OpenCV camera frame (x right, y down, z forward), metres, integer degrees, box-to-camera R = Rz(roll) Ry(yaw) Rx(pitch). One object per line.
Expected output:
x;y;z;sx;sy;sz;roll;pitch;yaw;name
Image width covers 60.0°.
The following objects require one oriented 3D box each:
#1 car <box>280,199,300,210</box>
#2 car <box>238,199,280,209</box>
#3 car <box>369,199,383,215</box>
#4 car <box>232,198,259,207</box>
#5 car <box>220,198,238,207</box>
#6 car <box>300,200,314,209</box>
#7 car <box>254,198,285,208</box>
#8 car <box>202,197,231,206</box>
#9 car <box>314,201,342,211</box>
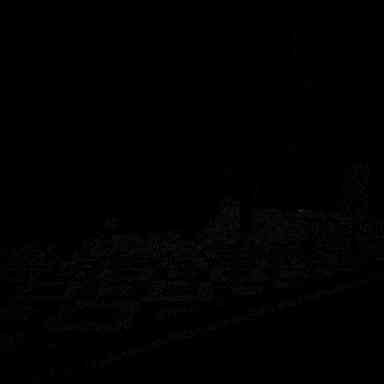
11.306;1.599;43.049;1.994;1.385;4.181;2;-1;-36;car
8.438;1.509;42.474;1.887;1.381;4.507;2;-1;-36;car
18.025;1.394;29.130;1.967;1.590;4.097;2;-1;-37;car
8.962;1.752;56.354;2.008;1.369;4.403;2;-1;-36;car
5.337;1.493;46.794;1.752;1.417;4.829;2;-1;-36;car
15.363;1.760;47.441;1.947;1.339;4.313;2;-1;-36;car
12.064;1.723;52.036;1.752;1.417;4.829;2;-1;-36;car
4.280;1.678;58.228;2.033;1.411;5.357;2;-1;-35;car
18.563;1.773;42.984;1.802;1.307;4.206;2;-1;-36;car
